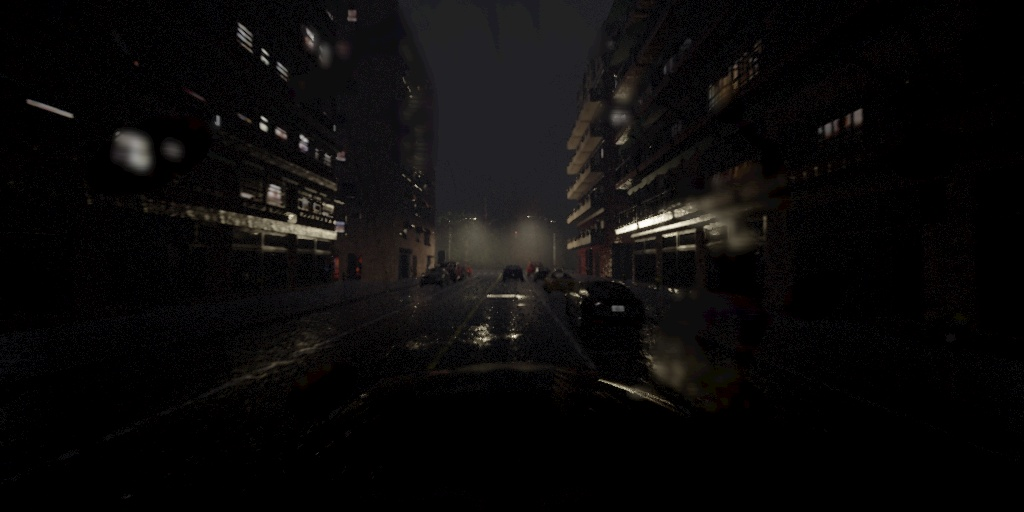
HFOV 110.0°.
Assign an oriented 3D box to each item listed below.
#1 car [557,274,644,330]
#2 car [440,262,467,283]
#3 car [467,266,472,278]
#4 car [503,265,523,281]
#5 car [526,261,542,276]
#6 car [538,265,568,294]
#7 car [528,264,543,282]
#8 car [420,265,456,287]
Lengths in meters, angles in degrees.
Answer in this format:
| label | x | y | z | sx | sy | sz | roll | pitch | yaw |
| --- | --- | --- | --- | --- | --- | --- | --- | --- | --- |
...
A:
| label | x | y | z | sx | sy | sz | roll | pitch | yaw |
| --- | --- | --- | --- | --- | --- | --- | --- | --- | --- |
| car | 2.763 | 1.434 | 11.432 | 1.948 | 1.339 | 4.313 | 0 | 0 | 0 |
| car | -5.820 | 1.448 | 33.094 | 2.192 | 1.841 | 5.009 | 0 | 0 | 0 |
| car | -5.820 | 1.767 | 38.662 | 1.948 | 1.339 | 4.313 | 0 | 0 | 0 |
| car | 0.099 | 1.635 | 35.064 | 1.882 | 1.535 | 5.008 | 0 | -2 | 0 |
| car | 2.827 | 1.584 | 44.196 | 2.192 | 1.841 | 5.009 | 0 | 0 | 0 |
| car | 2.828 | 1.521 | 22.096 | 1.751 | 1.417 | 4.829 | 0 | 0 | 0 |
| car | 2.828 | 1.683 | 33.062 | 2.007 | 1.370 | 4.403 | 0 | 0 | 0 |
| car | -5.820 | 1.615 | 27.526 | 2.007 | 1.370 | 4.403 | 0 | 0 | 0 |
